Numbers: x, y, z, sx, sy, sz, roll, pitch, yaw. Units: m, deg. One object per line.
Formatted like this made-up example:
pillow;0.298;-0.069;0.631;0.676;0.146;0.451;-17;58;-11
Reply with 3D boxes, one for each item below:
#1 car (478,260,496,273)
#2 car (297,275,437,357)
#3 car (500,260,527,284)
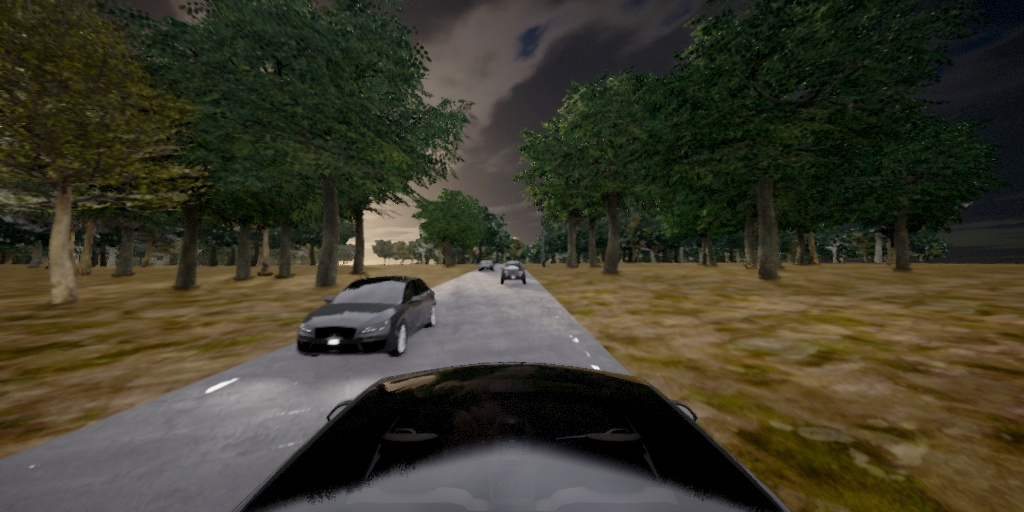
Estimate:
car;-3.083;1.232;44.213;1.837;1.490;4.892;0;0;0
car;-3.086;1.254;8.645;1.837;1.490;4.892;0;0;0
car;0.104;1.270;26.778;1.812;1.442;4.674;0;0;0
